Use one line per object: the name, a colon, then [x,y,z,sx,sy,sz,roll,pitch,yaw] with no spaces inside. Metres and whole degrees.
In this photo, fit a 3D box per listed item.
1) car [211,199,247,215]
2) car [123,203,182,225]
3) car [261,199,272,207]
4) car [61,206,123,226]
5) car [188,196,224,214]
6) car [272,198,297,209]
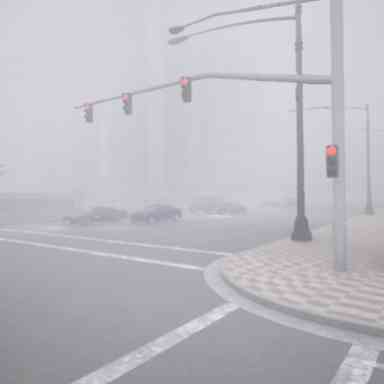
car: [4.337,1.765,36.418,1.994,1.385,4.181,-1,0,36]
car: [-2.815,1.690,26.590,1.882,1.535,5.008,-1,0,36]
car: [12.741,1.837,53.766,1.994,1.385,4.181,-1,0,36]
car: [-7.473,1.808,26.133,2.033,1.411,5.357,-1,0,36]
car: [1.856,1.466,38.967,2.150,2.045,5.566,-1,0,36]
car: [14.395,1.678,50.122,2.128,1.511,4.902,-1,-1,36]
